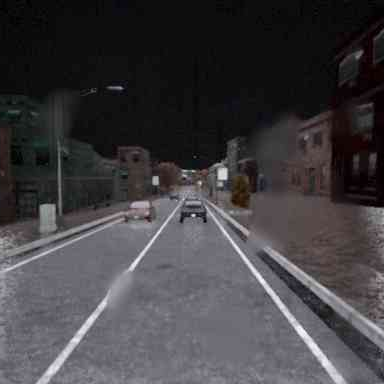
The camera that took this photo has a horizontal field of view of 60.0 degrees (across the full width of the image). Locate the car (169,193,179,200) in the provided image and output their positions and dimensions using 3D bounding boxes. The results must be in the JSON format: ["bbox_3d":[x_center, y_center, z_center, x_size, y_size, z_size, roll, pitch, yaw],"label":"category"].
[{"bbox_3d":[-3.475,0.930,66.406,2.033,1.411,5.357,0,1,0],"label":"car"}]

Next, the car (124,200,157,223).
[{"bbox_3d":[-3.611,1.348,23.957,1.812,1.442,4.674,0,1,0],"label":"car"}]

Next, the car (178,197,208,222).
[{"bbox_3d":[0.091,1.318,24.482,1.837,1.490,4.892,0,0,0],"label":"car"}]
